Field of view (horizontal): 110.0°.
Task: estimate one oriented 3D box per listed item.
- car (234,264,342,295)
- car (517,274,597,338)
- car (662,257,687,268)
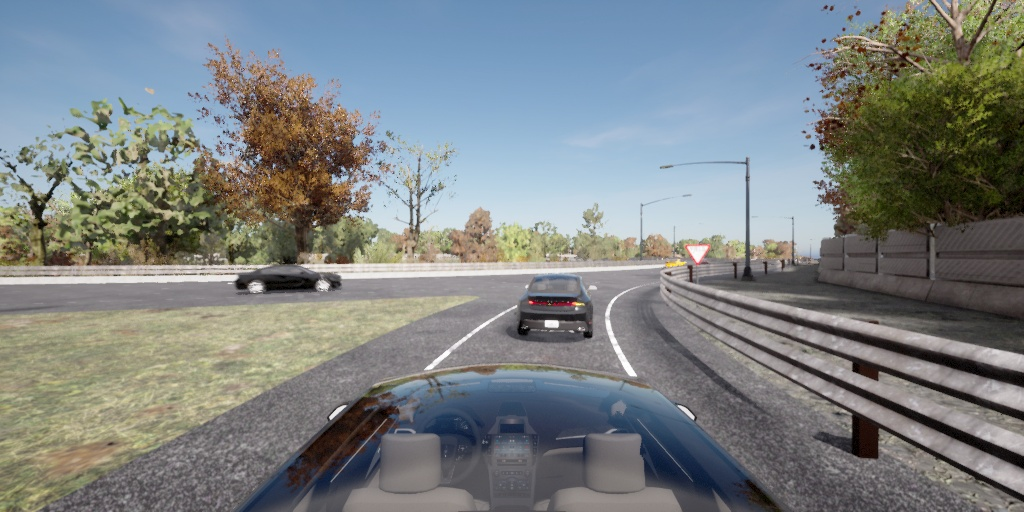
[{"bbox_3d":[-12.134,1.211,19.716,5.008,1.535,1.882,0,0,-22],"label":"car"},{"bbox_3d":[1.345,1.249,10.275,1.837,1.490,4.892,0,0,11],"label":"car"},{"bbox_3d":[24.129,1.184,52.607,1.882,1.535,5.008,0,0,43],"label":"car"}]
